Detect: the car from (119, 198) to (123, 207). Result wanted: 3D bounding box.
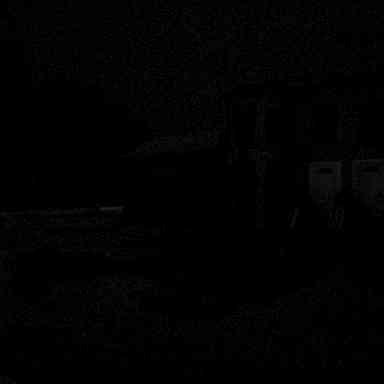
[{"bbox_3d":[-8.024,1.154,48.539,2.150,2.045,5.566,0,0,36],"label":"car"}]

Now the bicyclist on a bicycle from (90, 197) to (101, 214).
[{"bbox_3d":[-9.425,1.293,32.351,1.656,1.620,0.582,1,1,36],"label":"bicyclist on a bicycle"}]
